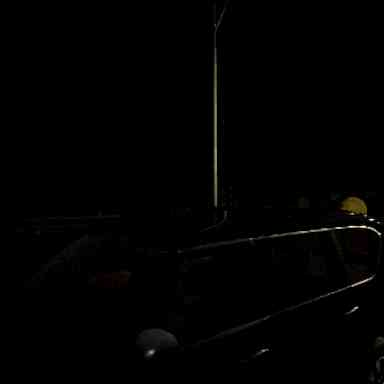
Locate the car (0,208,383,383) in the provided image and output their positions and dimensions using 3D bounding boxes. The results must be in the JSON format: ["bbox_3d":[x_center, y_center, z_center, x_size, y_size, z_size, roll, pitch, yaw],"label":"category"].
[{"bbox_3d":[-0.148,1.220,2.955,5.566,2.045,2.150,0,0,-35],"label":"car"}]
